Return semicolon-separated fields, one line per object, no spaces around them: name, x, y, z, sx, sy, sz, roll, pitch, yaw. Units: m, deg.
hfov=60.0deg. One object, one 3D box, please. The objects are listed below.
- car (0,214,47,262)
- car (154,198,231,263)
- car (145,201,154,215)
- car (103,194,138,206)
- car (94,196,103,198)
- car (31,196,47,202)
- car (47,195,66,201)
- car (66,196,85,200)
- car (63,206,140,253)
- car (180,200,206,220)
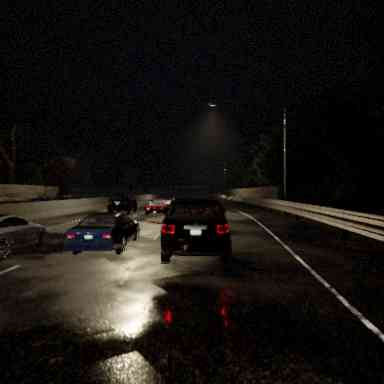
car;-6.902;1.502;11.872;1.812;1.442;4.674;0;0;0
car;0.101;1.200;12.000;2.150;2.045;5.566;0;0;0
car;-3.392;1.547;32.634;1.895;1.301;4.718;0;0;0
car;-6.891;1.167;33.293;2.150;2.045;5.566;0;0;0
car;-17.505;1.450;62.484;1.812;1.442;4.674;0;0;1
car;-27.987;1.435;61.701;2.128;1.511;4.902;0;0;0
car;-24.495;1.427;61.839;1.837;1.490;4.892;0;0;0
car;-21.011;1.487;61.583;1.994;1.385;4.181;0;0;1
car;-3.397;1.521;13.424;2.033;1.411;5.357;0;0;0
car;0.108;1.498;28.891;2.033;1.411;5.357;0;0;0
